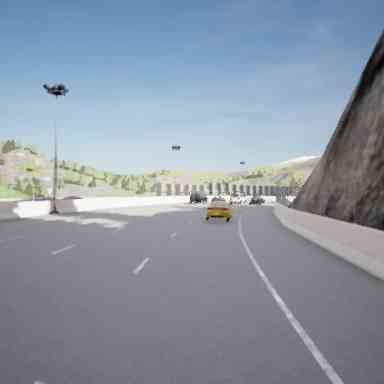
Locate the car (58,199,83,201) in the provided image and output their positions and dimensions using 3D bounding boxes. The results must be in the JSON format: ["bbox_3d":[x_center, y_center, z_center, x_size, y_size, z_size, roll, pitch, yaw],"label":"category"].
[{"bbox_3d":[-15.903,1.292,43.993,1.837,1.490,4.892,1,0,14],"label":"car"}]

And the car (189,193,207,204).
[{"bbox_3d":[1.345,1.239,64.093,2.150,2.045,5.566,0,0,22],"label":"car"}]

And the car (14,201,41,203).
[{"bbox_3d":[-19.944,1.257,42.069,2.033,1.411,5.357,1,0,13],"label":"car"}]

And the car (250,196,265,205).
[{"bbox_3d":[12.559,1.532,63.429,2.097,1.767,4.553,1,0,23],"label":"car"}]

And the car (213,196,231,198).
[{"bbox_3d":[5.214,1.565,64.034,2.128,1.511,4.902,1,0,22],"label":"car"}]

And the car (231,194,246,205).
[{"bbox_3d":[8.852,1.347,63.993,2.150,2.045,5.566,0,0,23],"label":"car"}]

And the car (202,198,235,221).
[{"bbox_3d":[2.348,1.511,27.961,1.882,1.535,5.008,0,0,10],"label":"car"}]
